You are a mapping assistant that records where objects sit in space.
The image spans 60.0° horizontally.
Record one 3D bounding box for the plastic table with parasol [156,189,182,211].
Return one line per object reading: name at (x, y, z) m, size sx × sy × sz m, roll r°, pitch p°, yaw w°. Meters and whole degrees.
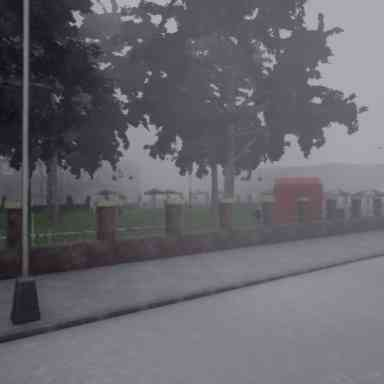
plastic table with parasol at (-2.735, 0.927, 40.142) m, size 2.482 × 2.480 × 2.482 m, roll -3°, pitch 0°, yaw 13°
